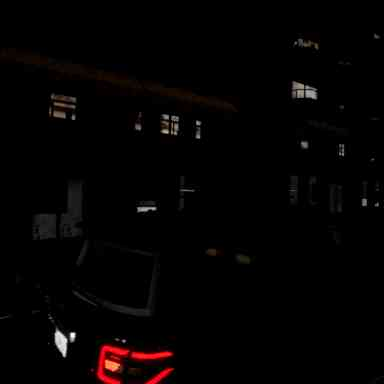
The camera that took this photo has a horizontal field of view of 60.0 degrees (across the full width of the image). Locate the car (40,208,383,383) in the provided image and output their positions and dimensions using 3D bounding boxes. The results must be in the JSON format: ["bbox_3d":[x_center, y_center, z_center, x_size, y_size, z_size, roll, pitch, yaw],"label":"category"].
[{"bbox_3d":[1.172,1.225,4.116,5.566,2.045,2.150,0,0,-36],"label":"car"}]
